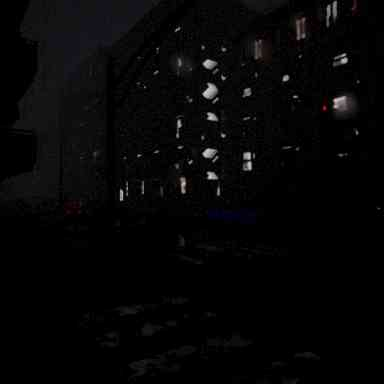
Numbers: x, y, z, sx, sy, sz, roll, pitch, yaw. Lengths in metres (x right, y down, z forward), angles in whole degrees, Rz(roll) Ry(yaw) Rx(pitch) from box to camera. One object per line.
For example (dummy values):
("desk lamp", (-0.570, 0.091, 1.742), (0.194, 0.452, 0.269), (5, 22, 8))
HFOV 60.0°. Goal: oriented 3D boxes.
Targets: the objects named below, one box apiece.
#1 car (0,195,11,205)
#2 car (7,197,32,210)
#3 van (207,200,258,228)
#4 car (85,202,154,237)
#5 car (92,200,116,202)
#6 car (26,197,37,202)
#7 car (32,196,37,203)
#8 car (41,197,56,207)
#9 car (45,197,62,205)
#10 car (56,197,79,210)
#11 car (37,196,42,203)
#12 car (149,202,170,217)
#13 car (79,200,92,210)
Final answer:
("car", (-37.068, 1.474, 64.386), (2.192, 1.841, 5.009), (0, 0, -36))
("car", (-23.880, 1.712, 45.970), (1.802, 1.307, 4.206), (0, 0, -36))
("van", (2.726, 1.491, 23.217), (1.690, 1.788, 3.998), (0, 0, -36))
("car", (-4.099, 1.550, 18.352), (1.967, 1.590, 4.097), (0, 0, -36))
("car", (-10.461, 1.701, 41.627), (1.887, 1.381, 4.507), (0, 0, -36))
("car", (-40.134, 1.807, 83.057), (1.802, 1.307, 4.206), (0, 0, -36))
("car", (-33.541, 1.751, 73.851), (1.887, 1.381, 4.507), (0, 0, -36))
("car", (-22.488, 1.690, 53.799), (1.812, 1.442, 4.674), (0, 0, -36))
("car", (-26.946, 1.742, 64.644), (2.008, 1.369, 4.403), (0, 0, -36))
("car", (-16.716, 1.504, 45.824), (2.097, 1.767, 4.553), (0, 0, -35))
("car", (-30.243, 1.749, 69.248), (2.008, 1.369, 4.403), (0, 0, -36))
("car", (-3.967, 1.674, 32.560), (1.752, 1.417, 4.829), (0, 0, -36))
("car", (-13.758, 1.707, 46.230), (1.887, 1.381, 4.507), (0, 0, -36))
